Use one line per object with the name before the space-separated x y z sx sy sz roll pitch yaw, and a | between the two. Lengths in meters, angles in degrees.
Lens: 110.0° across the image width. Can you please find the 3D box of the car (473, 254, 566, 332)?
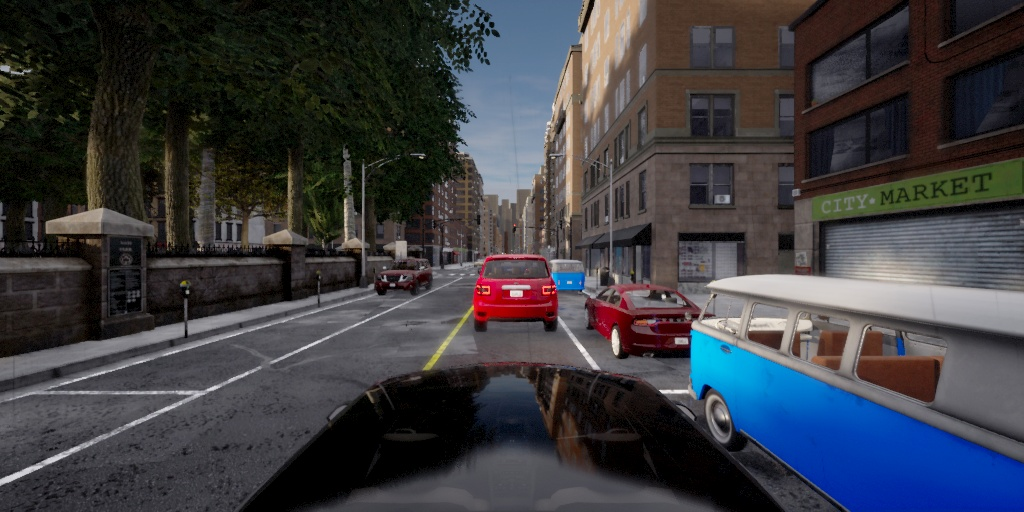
car | 0.092 0.970 11.019 2.150 2.045 5.566 0 0 0

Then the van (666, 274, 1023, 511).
van | 2.856 1.091 2.600 1.690 1.789 3.998 0 0 0

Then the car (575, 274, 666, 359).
car | 2.853 1.294 8.261 1.888 1.381 4.507 0 0 0

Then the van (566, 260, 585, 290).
van | 2.847 1.085 19.582 1.690 1.789 3.998 0 0 0

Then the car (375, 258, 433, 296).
car | -5.678 1.059 19.537 2.192 1.841 5.009 0 0 0
